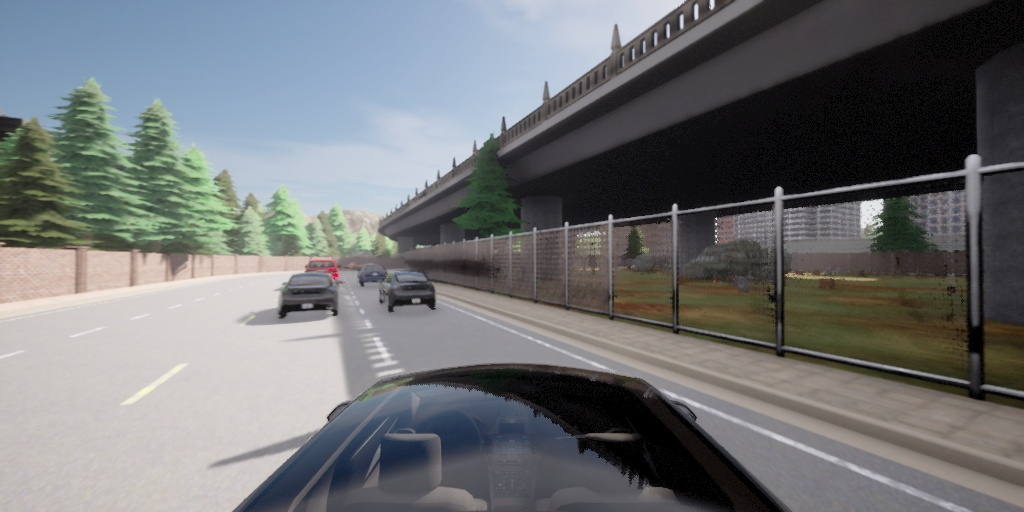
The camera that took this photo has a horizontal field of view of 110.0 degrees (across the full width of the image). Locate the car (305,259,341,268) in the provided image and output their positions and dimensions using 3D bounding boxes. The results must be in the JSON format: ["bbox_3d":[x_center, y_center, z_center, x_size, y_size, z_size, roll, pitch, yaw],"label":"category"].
[{"bbox_3d":[-13.958,1.251,26.503,2.150,2.045,5.566,0,0,-26],"label":"car"}]

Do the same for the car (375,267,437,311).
[{"bbox_3d":[-4.586,1.413,15.444,1.837,1.490,4.892,0,0,-26],"label":"car"}]

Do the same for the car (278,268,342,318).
[{"bbox_3d":[-7.724,1.392,13.893,1.837,1.490,4.892,0,0,-26],"label":"car"}]

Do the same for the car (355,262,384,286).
[{"bbox_3d":[-11.188,1.407,28.828,2.097,1.767,4.553,0,-1,-26],"label":"car"}]
